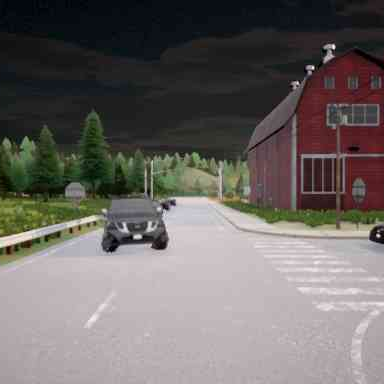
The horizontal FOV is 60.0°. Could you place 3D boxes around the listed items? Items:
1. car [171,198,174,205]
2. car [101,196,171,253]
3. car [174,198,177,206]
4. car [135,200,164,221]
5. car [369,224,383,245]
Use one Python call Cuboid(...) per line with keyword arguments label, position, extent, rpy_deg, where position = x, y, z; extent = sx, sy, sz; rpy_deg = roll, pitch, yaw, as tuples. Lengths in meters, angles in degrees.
Cuboid(label="car", position=(-3.540, 1.586, 39.025), extent=(1.895, 1.301, 4.718), rpy_deg=(0, 0, 0))
Cuboid(label="car", position=(-2.661, 1.218, 14.237), extent=(2.150, 2.045, 5.566), rpy_deg=(-1, 0, -16))
Cuboid(label="car", position=(-3.490, 1.581, 52.945), extent=(1.895, 1.301, 4.718), rpy_deg=(0, 0, 0))
Cuboid(label="car", position=(-3.557, 1.495, 28.402), extent=(1.837, 1.490, 4.892), rpy_deg=(0, 0, 0))
Cuboid(label="car", position=(9.390, 1.559, 13.141), extent=(4.181, 1.385, 1.994), rpy_deg=(0, 0, 2))
